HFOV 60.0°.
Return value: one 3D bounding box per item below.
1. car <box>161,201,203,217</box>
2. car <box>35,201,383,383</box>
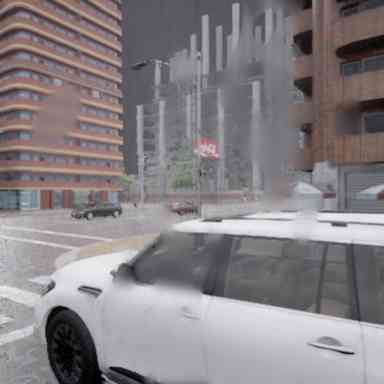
[{"bbox_3d":[-0.935,1.648,33.866,1.812,1.442,4.674,0,0,36],"label":"car"},{"bbox_3d":[0.638,1.227,3.555,5.566,2.045,2.150,0,0,36],"label":"car"}]
